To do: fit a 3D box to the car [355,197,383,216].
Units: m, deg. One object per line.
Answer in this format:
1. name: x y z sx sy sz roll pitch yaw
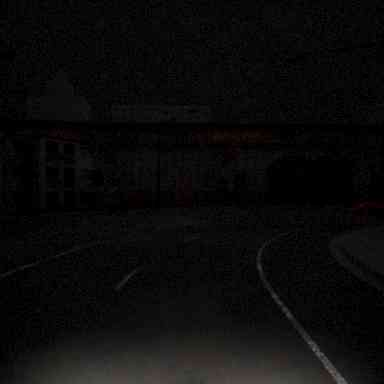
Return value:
1. car: 18.103 1.299 31.801 4.553 1.767 2.097 0 0 -10
